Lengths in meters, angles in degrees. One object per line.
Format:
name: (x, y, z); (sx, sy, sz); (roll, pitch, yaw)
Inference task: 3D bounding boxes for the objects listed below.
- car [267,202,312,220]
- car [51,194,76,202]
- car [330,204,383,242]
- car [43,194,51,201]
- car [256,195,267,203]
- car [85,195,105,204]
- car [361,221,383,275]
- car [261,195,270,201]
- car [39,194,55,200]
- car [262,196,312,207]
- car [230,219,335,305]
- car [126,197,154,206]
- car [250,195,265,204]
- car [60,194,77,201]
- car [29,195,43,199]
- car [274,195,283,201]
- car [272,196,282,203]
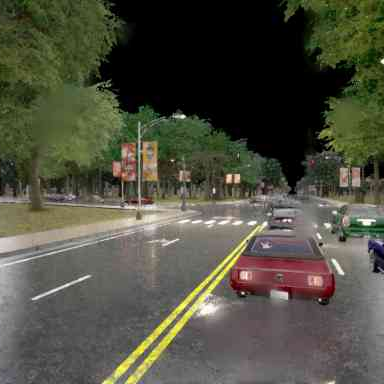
car: (4.920, 1.505, 17.065); (1.837, 1.490, 4.892); (0, 0, 17)
car: (-25.848, 1.303, 67.230); (4.902, 1.511, 2.128); (0, 0, 40)
car: (8.055, 1.352, 16.197); (2.097, 1.767, 4.553); (0, 0, 17)
car: (-31.122, 1.263, 75.920); (4.902, 1.511, 2.128); (0, 0, 40)
car: (15.263, 1.486, 73.076); (1.882, 1.535, 5.008); (0, 0, 17)
car: (-17.591, 1.352, 60.186); (4.674, 1.442, 1.812); (0, 0, 41)
car: (5.455, 1.601, 7.593); (1.895, 1.301, 4.718); (0, 0, 17)
car: (18.285, 1.535, 82.887); (1.812, 1.442, 4.674); (0, 0, 17)
car: (-37.116, 1.225, 85.216); (4.674, 1.442, 1.812); (0, 0, 40)
car: (10.621, 1.505, 36.393); (4.902, 1.511, 2.128); (0, 0, 40)
car: (2.247, 1.601, 8.200); (1.895, 1.301, 4.718); (0, 0, 17)
car: (-8.122, 1.489, 52.273); (4.718, 1.301, 1.895); (0, 0, 38)
car: (12.317, 1.554, 63.633); (2.033, 1.411, 5.357); (0, 0, 18)
car: (-29.259, 1.261, 78.600); (4.674, 1.442, 1.812); (0, 0, 40)
car: (-39.090, 1.297, 82.629); (4.718, 1.301, 1.895); (0, 0, 40)
car: (21.506, 1.489, 82.308); (1.882, 1.535, 5.008); (0, 0, 17)
car: (18.455, 1.604, 72.396); (1.895, 1.301, 4.718); (0, 0, 17)
